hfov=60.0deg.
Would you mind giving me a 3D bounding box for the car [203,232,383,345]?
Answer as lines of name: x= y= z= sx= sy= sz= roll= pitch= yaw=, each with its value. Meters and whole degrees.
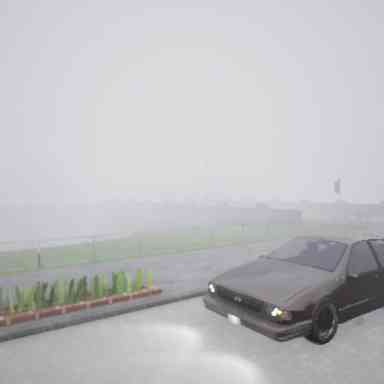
car: x=2.814 y=1.540 z=6.563 sx=5.357 sy=1.411 sz=2.033 roll=0 pitch=0 yaw=-35
